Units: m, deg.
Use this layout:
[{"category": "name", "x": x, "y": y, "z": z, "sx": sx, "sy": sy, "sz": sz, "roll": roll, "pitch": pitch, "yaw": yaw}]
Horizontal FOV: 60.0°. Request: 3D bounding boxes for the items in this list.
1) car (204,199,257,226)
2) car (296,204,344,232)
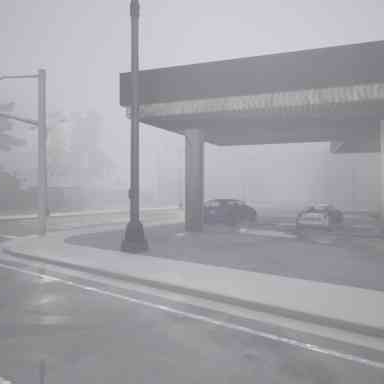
[{"category": "car", "x": 2.624, "y": 1.295, "z": 22.607, "sx": 2.242, "sy": 1.667, "sz": 4.611, "roll": 0, "pitch": 0, "yaw": 37}, {"category": "car", "x": 7.698, "y": 1.456, "z": 19.805, "sx": 1.970, "sy": 1.475, "sz": 3.806, "roll": 0, "pitch": 0, "yaw": 37}]
